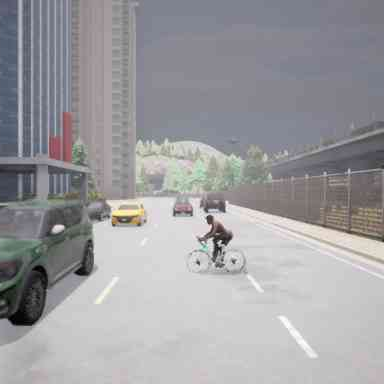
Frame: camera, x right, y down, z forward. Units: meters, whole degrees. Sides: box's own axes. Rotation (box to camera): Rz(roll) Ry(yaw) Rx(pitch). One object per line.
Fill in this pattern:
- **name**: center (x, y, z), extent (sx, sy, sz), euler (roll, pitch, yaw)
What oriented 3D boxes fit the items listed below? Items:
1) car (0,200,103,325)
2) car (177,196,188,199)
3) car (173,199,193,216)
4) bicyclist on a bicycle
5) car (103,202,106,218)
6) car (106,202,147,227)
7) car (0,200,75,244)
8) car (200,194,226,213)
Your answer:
- **car**: center (-3.788, 1.222, 7.406), extent (2.150, 2.045, 5.566), euler (0, 0, -2)
- **car**: center (-1.253, 1.352, 43.961), extent (2.097, 1.767, 4.553), euler (0, 0, -2)
- **car**: center (-0.892, 1.601, 32.606), extent (1.895, 1.301, 4.718), euler (0, 0, -2)
- **bicyclist on a bicycle**: center (0.657, 1.453, 9.177), extent (1.656, 1.620, 0.582), euler (-1, 0, -2)
- **car**: center (-7.812, 1.478, 26.915), extent (1.882, 1.535, 5.008), euler (0, 0, -2)
- **car**: center (-4.282, 1.478, 23.154), extent (1.882, 1.535, 5.008), euler (0, 0, -2)
- **car**: center (-7.574, 1.352, 16.491), extent (2.097, 1.767, 4.553), euler (0, 0, -2)
- **car**: center (2.439, 1.219, 37.080), extent (2.150, 2.045, 5.566), euler (0, 0, -2)
